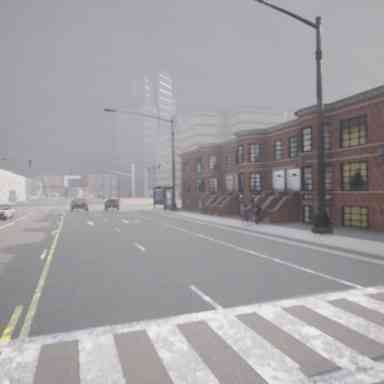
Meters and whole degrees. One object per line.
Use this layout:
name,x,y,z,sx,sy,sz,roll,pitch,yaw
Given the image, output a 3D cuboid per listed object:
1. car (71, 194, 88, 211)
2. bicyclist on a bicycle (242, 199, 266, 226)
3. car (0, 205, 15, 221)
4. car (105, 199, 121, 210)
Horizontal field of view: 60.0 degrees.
car,-15.144,1.585,44.744,2.097,1.767,4.553,-1,0,-20
bicyclist on a bicycle,3.734,1.220,19.900,1.656,1.620,0.582,-1,0,-20
car,-17.523,1.887,30.341,1.895,1.301,4.718,-1,0,-20
car,-10.731,1.662,45.026,1.837,1.490,4.892,-1,1,-10
